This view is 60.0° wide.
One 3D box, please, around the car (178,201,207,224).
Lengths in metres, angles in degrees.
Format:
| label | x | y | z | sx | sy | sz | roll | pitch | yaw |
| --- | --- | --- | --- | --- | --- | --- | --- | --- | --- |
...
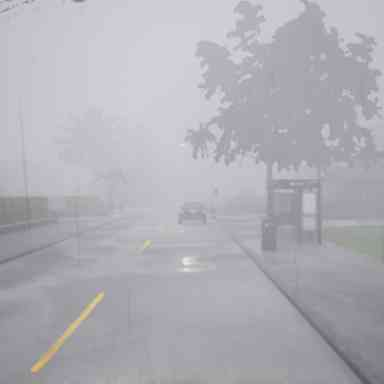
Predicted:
| label | x | y | z | sx | sy | sz | roll | pitch | yaw |
| --- | --- | --- | --- | --- | --- | --- | --- | --- | --- |
| car | 0.047 | 1.462 | 26.032 | 2.097 | 1.767 | 4.553 | 0 | 0 | 0 |

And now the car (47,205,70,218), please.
| label | x | y | z | sx | sy | sz | roll | pitch | yaw |
| --- | --- | --- | --- | --- | --- | --- | --- | --- | --- |
| car | -12.939 | 1.474 | 27.219 | 5.357 | 1.415 | 2.033 | 0 | 0 | 3 |
